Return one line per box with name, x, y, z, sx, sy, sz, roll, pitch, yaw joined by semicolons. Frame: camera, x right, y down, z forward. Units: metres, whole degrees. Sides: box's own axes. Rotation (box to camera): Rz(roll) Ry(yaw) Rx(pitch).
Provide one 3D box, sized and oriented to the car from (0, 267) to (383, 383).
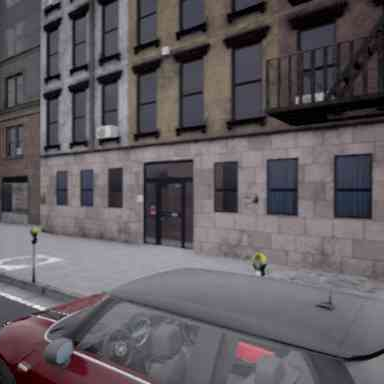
car;-0.164;1.436;2.927;4.097;1.590;1.967;0;0;36
